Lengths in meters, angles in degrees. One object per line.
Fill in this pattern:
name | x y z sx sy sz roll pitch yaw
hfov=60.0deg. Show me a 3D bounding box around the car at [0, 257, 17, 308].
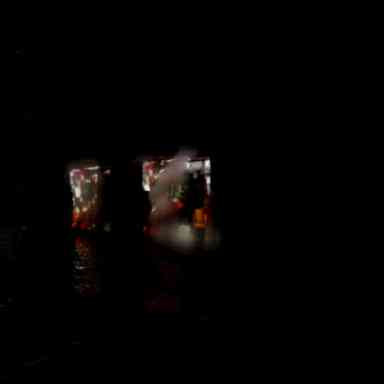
car | -5.166 1.542 6.576 4.403 1.369 2.008 0 -1 36
